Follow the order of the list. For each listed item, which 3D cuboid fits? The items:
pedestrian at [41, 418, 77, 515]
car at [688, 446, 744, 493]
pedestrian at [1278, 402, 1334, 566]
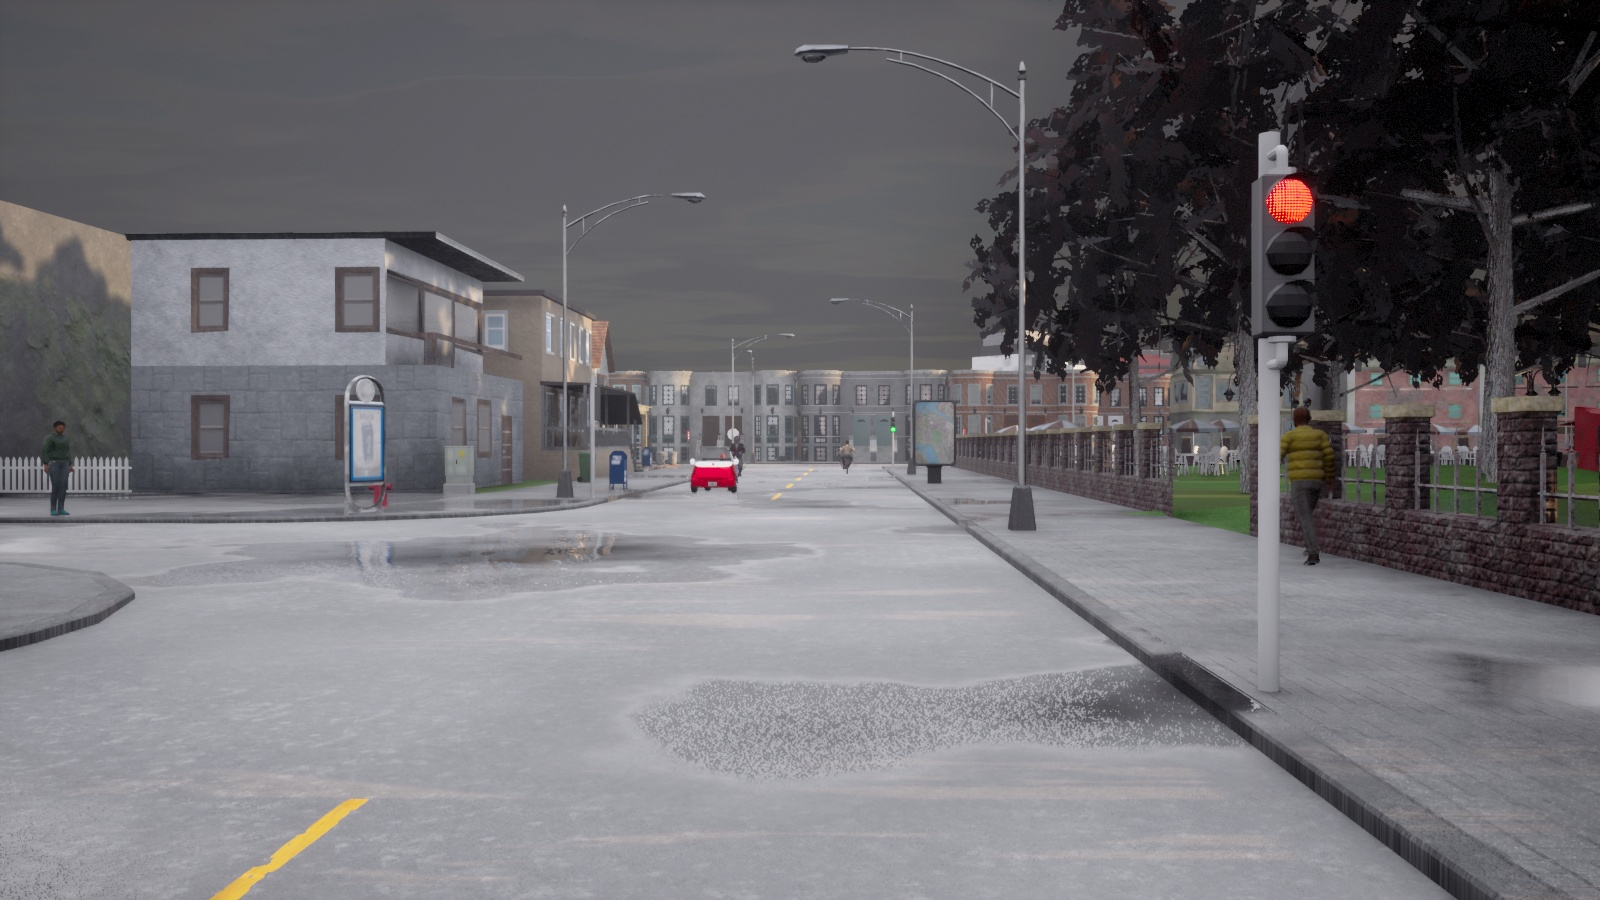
[{"bbox_3d":[-14.293,0.308,24.213,0.614,1.847,0.353,0,0,32],"label":"pedestrian"},{"bbox_3d":[-2.562,0.582,38.474,1.481,1.376,2.207,0,0,2],"label":"car"},{"bbox_3d":[5.783,0.380,14.377,0.370,1.835,0.726,0,0,2],"label":"pedestrian"}]
